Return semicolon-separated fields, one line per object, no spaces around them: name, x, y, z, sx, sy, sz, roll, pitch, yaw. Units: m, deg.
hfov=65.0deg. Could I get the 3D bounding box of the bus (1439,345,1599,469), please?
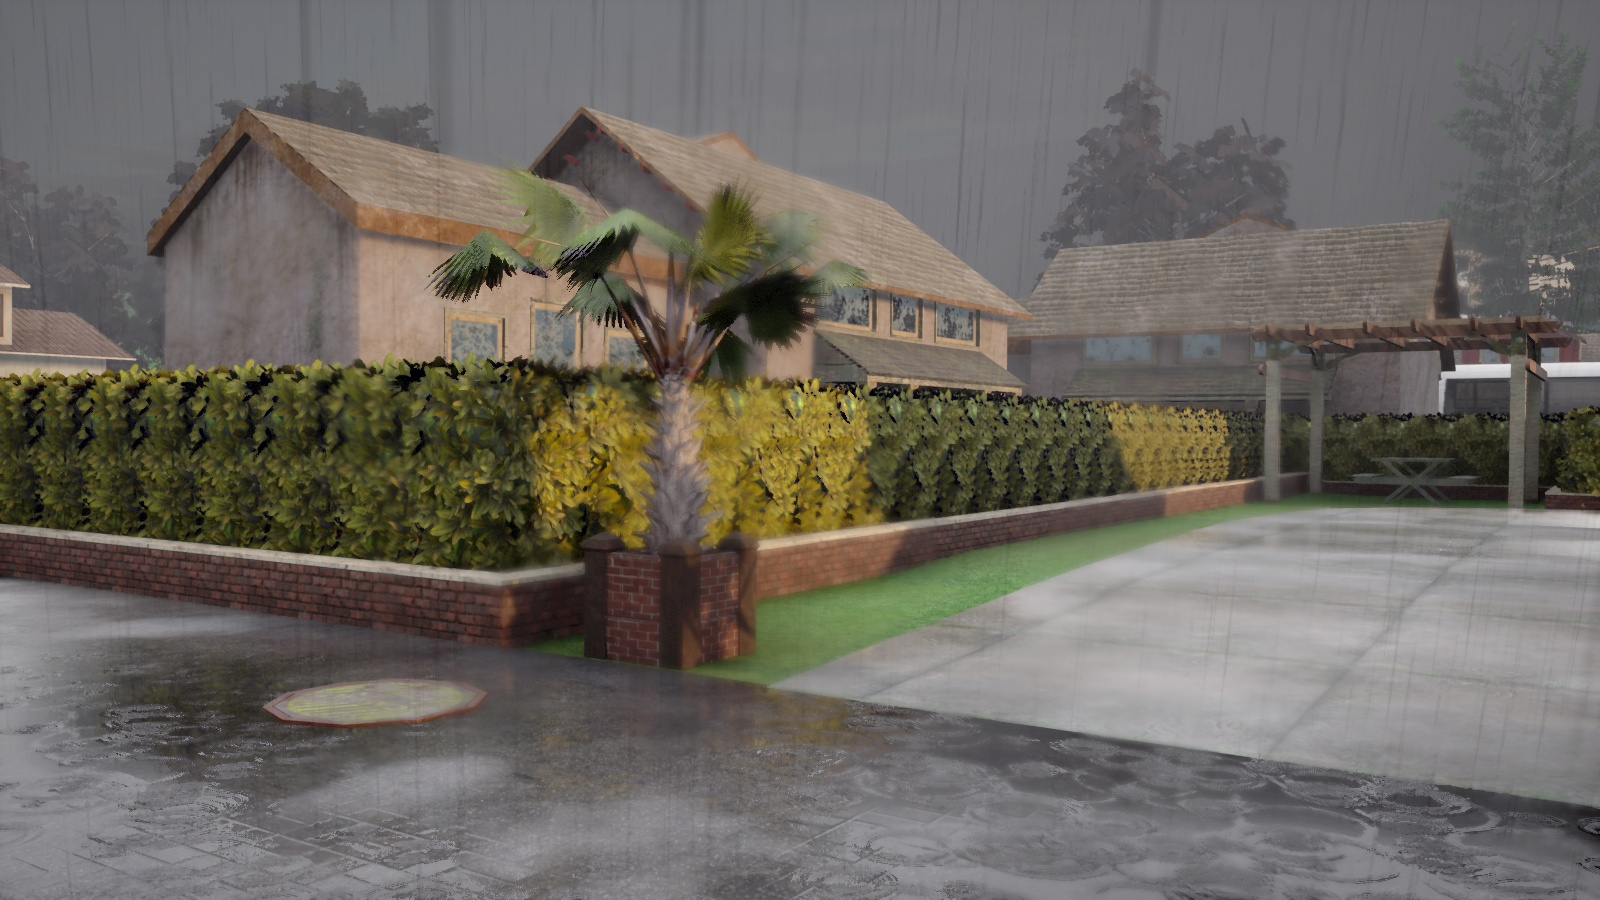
bus;28.682;-1.514;44.614;10.273;4.253;3.944;0;1;34
